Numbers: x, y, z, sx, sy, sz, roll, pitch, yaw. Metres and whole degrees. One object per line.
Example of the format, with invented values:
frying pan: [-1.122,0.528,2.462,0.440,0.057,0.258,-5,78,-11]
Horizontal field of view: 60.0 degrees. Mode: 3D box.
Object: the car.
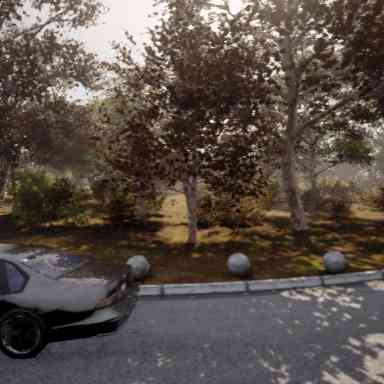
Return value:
car: [-3.593,1.577,5.397,5.357,1.411,2.033,0,0,2]
